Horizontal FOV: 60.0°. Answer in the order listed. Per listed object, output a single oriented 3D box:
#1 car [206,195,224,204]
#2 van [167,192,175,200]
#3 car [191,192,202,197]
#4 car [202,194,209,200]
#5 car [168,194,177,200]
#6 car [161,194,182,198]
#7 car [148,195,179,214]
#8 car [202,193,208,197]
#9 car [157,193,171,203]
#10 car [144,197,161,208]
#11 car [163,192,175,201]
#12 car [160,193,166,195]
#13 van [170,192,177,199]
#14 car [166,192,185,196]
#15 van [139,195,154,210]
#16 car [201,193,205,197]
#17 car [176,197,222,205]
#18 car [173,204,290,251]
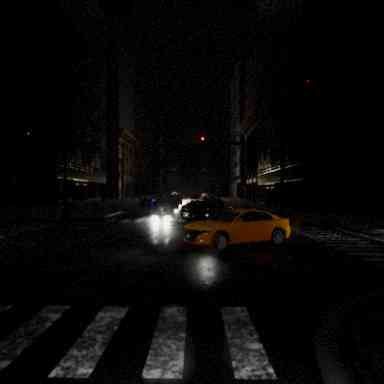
[{"bbox_3d":[3.026,1.430,40.936,1.947,1.339,4.313,0,0,1],"label":"car"},{"bbox_3d":[-5.105,1.019,80.558,1.690,1.788,3.998,0,0,1],"label":"van"},{"bbox_3d":[0.680,1.217,73.524,1.837,1.490,4.892,0,0,1],"label":"car"},{"bbox_3d":[3.475,1.230,86.126,1.802,1.307,4.206,0,0,1],"label":"car"},{"bbox_3d":[-5.050,1.192,86.207,1.887,1.381,4.507,0,0,1],"label":"car"},{"bbox_3d":[-2.713,1.334,42.928,1.882,1.535,5.008,0,0,1],"label":"car"},{"bbox_3d":[-2.808,1.383,33.490,2.128,1.511,4.902,0,0,1],"label":"car"},{"bbox_3d":[3.194,1.375,57.883,1.802,1.307,4.206,0,0,1],"label":"car"},{"bbox_3d":[-5.273,1.081,63.613,2.192,1.841,5.009,0,0,1],"label":"car"},{"bbox_3d":[-5.443,1.423,46.668,1.802,1.307,4.206,0,0,1],"label":"car"},{"bbox_3d":[-5.161,1.023,74.909,2.192,1.841,5.009,0,0,1],"label":"car"},{"bbox_3d":[-5.330,1.232,57.965,1.967,1.590,4.097,0,0,1],"label":"car"},{"bbox_3d":[-4.992,0.958,91.854,1.690,1.788,3.998,0,0,1],"label":"van"},{"bbox_3d":[-2.596,1.168,52.672,2.097,1.767,4.553,0,0,1],"label":"car"},{"bbox_3d":[-5.498,1.205,41.019,1.690,1.788,3.998,0,0,1],"label":"van"},{"bbox_3d":[3.306,1.283,69.180,1.887,1.381,4.507,0,0,1],"label":"car"},{"bbox_3d":[0.421,1.422,26.383,1.837,1.490,4.892,-4,1,-16],"label":"car"},{"bbox_3d":[1.953,1.454,14.101,5.008,1.535,1.882,1,-1,-33],"label":"car"}]
